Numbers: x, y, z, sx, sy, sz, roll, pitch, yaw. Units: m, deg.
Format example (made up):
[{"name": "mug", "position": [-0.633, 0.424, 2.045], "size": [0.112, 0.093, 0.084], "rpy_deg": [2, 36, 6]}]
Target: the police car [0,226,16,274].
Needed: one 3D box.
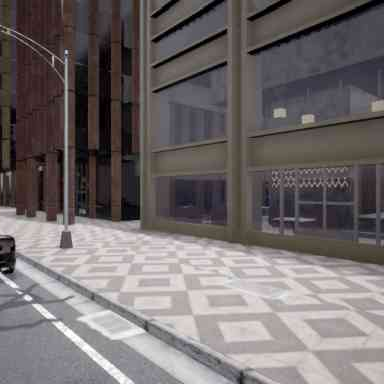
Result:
[{"name": "police car", "position": [-6.705, 1.425, 9.787], "size": [1.930, 1.638, 5.238], "rpy_deg": [0, 0, -41]}]
